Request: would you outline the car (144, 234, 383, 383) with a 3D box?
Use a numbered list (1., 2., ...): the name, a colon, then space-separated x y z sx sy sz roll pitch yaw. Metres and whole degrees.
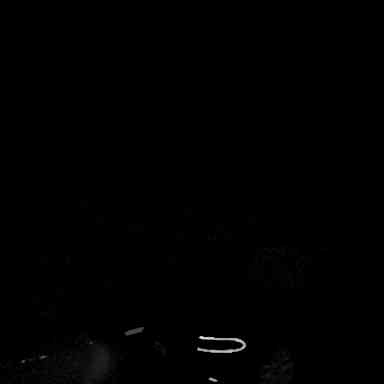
1. car: 1.670 1.478 5.195 5.008 1.535 1.882 0 0 -36
